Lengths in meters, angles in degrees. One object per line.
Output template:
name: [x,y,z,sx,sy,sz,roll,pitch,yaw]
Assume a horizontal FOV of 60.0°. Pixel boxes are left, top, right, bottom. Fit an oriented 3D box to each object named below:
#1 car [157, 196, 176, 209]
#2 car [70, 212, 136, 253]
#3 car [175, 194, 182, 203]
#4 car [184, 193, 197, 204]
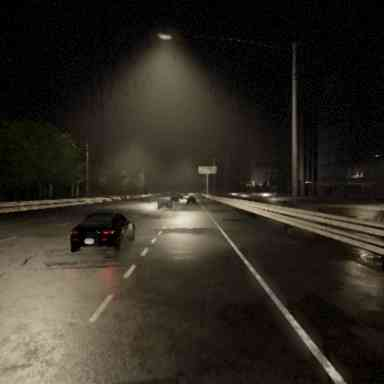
car: [-3.609,1.632,45.679,1.895,1.301,4.718,0,0,0]
car: [-3.509,1.529,13.656,1.812,1.442,4.674,0,0,0]
car: [-3.764,1.548,71.692,1.837,1.490,4.892,0,0,0]
car: [-0.110,1.549,63.600,1.837,1.490,4.892,0,0,0]
